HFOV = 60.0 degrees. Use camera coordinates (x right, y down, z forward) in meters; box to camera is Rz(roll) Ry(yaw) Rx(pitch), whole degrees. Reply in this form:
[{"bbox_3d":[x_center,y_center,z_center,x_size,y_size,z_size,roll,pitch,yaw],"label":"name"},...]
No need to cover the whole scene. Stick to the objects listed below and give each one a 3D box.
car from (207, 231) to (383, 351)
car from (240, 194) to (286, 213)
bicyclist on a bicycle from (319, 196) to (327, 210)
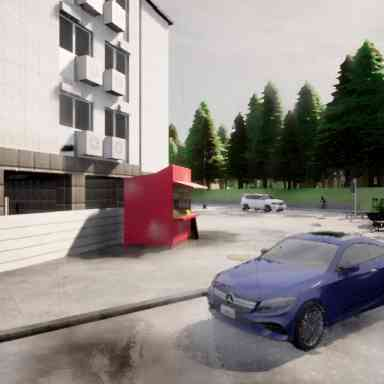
[{"bbox_3d":[2.438,1.526,6.316,4.674,1.442,1.812,0,0,-35],"label":"car"},{"bbox_3d":[7.871,1.221,37.411,2.150,2.045,5.566,0,0,-35],"label":"car"},{"bbox_3d":[15.947,1.349,40.536,1.656,1.620,0.582,0,0,-35],"label":"bicyclist on a bicycle"}]
